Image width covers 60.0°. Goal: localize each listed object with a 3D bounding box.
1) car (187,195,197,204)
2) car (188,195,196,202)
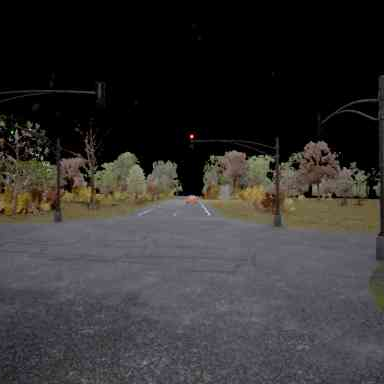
[{"bbox_3d":[0.019,1.424,68.007,2.097,1.767,4.553,0,0,0],"label":"car"},{"bbox_3d":[0.021,1.449,78.042,1.812,1.442,4.674,0,0,0],"label":"car"}]
